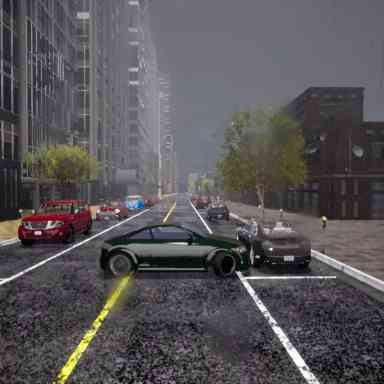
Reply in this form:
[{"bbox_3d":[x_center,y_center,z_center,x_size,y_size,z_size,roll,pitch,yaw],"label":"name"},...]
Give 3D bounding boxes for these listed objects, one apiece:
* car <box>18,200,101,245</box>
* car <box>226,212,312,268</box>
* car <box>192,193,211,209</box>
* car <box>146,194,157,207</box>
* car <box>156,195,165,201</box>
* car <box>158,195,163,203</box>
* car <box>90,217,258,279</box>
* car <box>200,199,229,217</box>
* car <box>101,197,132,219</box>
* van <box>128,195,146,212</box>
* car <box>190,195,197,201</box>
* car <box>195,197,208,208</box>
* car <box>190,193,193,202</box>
[{"bbox_3d":[-6.188,1.310,15.725,2.192,1.841,5.009,-1,0,-1],"label":"car"},{"bbox_3d":[2.550,1.548,11.137,2.008,1.369,4.403,-1,0,-1],"label":"car"},{"bbox_3d":[1.545,1.301,44.329,2.192,1.841,5.009,-1,0,-1],"label":"car"},{"bbox_3d":[-6.977,1.299,49.652,2.192,1.841,5.009,-1,0,-1],"label":"car"},{"bbox_3d":[-7.842,1.497,82.679,1.752,1.417,4.829,-1,0,-1],"label":"car"},{"bbox_3d":[-7.410,1.522,66.251,1.887,1.381,4.507,-1,0,-1],"label":"car"},{"bbox_3d":[-0.467,1.557,9.537,4.181,1.385,1.994,0,0,-1],"label":"car"},{"bbox_3d":[2.016,1.543,26.996,2.008,1.369,4.403,-1,0,-1],"label":"car"},{"bbox_3d":[-6.387,1.432,26.793,1.967,1.590,4.097,-1,0,-1],"label":"car"},{"bbox_3d":[-6.686,1.329,38.586,1.690,1.788,3.998,-1,0,-1],"label":"van"},{"bbox_3d":[0.387,1.551,88.590,1.802,1.307,4.206,-1,0,-1],"label":"car"},{"bbox_3d":[1.399,1.509,50.032,1.752,1.417,4.829,-1,0,-1],"label":"car"},{"bbox_3d":[0.819,1.291,71.993,2.192,1.841,5.009,-1,0,-1],"label":"car"}]
